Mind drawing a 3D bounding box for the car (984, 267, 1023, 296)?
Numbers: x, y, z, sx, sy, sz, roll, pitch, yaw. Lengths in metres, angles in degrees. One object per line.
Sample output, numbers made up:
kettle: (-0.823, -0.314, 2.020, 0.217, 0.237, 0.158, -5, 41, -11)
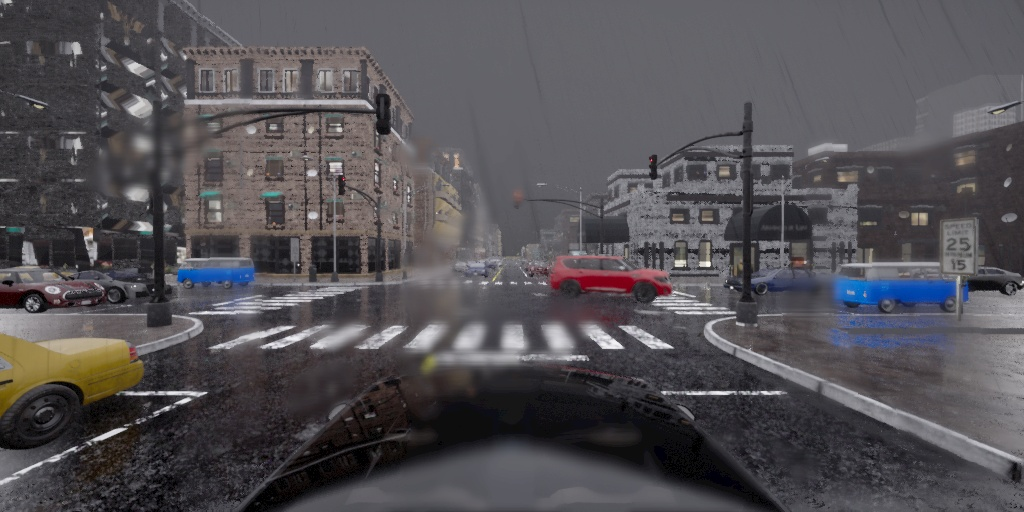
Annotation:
car: (24.410, 1.290, 19.408, 4.902, 1.511, 2.128, 0, 0, 0)

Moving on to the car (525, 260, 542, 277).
car: (2.643, 1.195, 35.222, 1.967, 1.591, 4.097, 0, 0, 0)

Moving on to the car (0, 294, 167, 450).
car: (-5.692, 1.275, 2.573, 1.751, 1.417, 4.829, 0, 0, 0)

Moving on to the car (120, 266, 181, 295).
car: (-17.753, 1.295, 15.835, 4.181, 1.385, 1.994, 0, 0, -1)

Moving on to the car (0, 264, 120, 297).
car: (-17.738, 1.190, 13.251, 4.097, 1.591, 1.967, 0, 0, -1)

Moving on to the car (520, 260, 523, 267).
car: (2.618, 1.320, 52.312, 2.007, 1.370, 4.403, 0, 0, 0)

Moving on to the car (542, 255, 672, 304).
car: (4.546, 0.989, 16.977, 5.566, 2.045, 2.150, 0, 1, 27)

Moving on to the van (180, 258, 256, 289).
van: (-17.793, 1.030, 21.632, 3.998, 1.789, 1.690, 0, 0, -1)

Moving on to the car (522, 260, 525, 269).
car: (2.626, 1.347, 46.615, 1.802, 1.307, 4.207, 0, 0, 0)

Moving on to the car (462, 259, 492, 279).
car: (-3.138, 1.280, 33.012, 1.812, 1.442, 4.674, 0, 0, 0)

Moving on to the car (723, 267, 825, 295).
car: (14.485, 1.320, 19.324, 5.357, 1.411, 2.033, 0, 0, -1)

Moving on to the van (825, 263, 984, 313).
van: (14.639, 1.156, 13.538, 3.998, 1.789, 1.690, 0, 0, -1)

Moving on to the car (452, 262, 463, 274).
car: (-5.746, 1.310, 40.894, 2.007, 1.370, 4.403, 0, 0, 0)

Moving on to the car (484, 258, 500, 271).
car: (-3.165, 1.370, 50.776, 1.895, 1.301, 4.718, 0, 0, 0)
